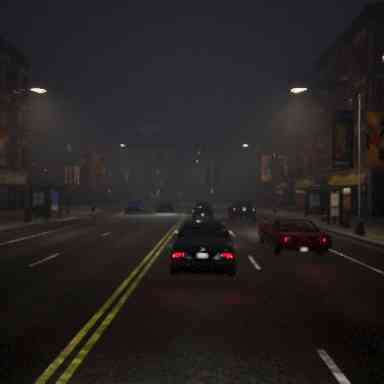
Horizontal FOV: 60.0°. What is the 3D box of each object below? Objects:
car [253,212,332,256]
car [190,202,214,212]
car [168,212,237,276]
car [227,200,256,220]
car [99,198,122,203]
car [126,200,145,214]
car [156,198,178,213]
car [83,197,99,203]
[{"bbox_3d":[3.959,1.699,13.697,1.895,1.301,4.718,0,0,2],"label":"car"},{"bbox_3d":[0.940,1.679,30.747,1.837,1.490,4.892,1,0,1],"label":"car"},{"bbox_3d":[0.347,1.608,10.602,2.033,1.411,5.357,0,0,2],"label":"car"},{"bbox_3d":[4.424,1.543,30.100,2.097,1.767,4.553,0,0,1],"label":"car"},{"bbox_3d":[-18.189,1.905,75.605,4.718,1.301,1.895,0,0,31],"label":"car"},{"bbox_3d":[-6.491,1.650,38.152,1.882,1.535,5.008,1,0,-8],"label":"car"},{"bbox_3d":[-3.160,1.760,39.093,1.994,1.385,4.181,0,0,-8],"label":"car"},{"bbox_3d":[-23.423,1.813,77.937,4.674,1.452,2.002,0,0,21],"label":"car"}]
